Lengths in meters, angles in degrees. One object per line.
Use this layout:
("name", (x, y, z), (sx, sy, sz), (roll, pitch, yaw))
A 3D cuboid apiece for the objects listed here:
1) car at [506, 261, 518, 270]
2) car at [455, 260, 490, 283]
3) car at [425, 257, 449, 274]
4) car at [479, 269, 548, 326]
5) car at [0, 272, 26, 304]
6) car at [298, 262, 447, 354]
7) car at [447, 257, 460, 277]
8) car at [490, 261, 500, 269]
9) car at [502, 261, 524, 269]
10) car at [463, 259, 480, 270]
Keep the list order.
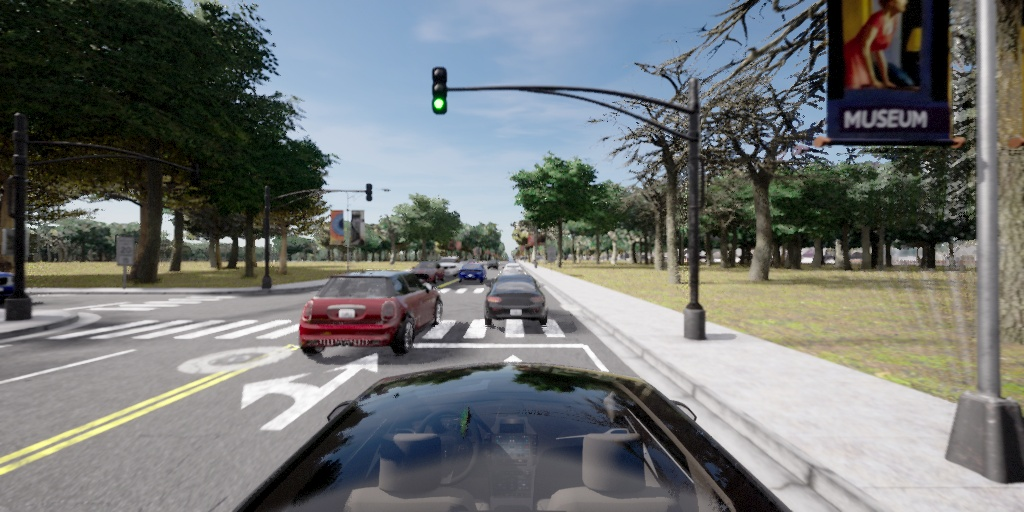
("car", (0.034, 1.565, 61.384), (2.033, 1.411, 5.357), (0, 0, 0))
("car", (-3.149, 1.342, 29.590), (1.882, 1.535, 5.008), (0, 0, 0))
("car", (-6.596, 1.210, 28.001), (2.097, 1.767, 4.553), (0, 0, 0))
("car", (0.102, 1.316, 11.721), (1.812, 1.442, 4.674), (0, 0, 0))
("car", (-23.370, 0.999, 14.394), (5.566, 2.045, 2.150), (0, 0, 0))
("car", (-3.152, 1.131, 8.971), (2.097, 1.767, 4.553), (0, 0, 0))
("car", (-6.594, 1.122, 37.558), (2.150, 2.045, 5.566), (0, 0, 0))
("car", (-3.148, 1.515, 59.598), (1.837, 1.490, 4.892), (0, 0, 0))
("car", (0.101, 1.401, 32.030), (1.812, 1.442, 4.674), (0, 0, 0))
("car", (-6.499, 1.353, 58.050), (2.097, 1.767, 4.553), (0, 0, 0))
